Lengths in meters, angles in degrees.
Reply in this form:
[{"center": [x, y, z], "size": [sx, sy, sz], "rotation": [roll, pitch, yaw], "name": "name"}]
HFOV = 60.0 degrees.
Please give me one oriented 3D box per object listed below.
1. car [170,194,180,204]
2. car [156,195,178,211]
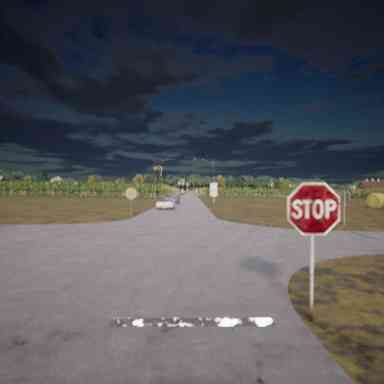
[{"center": [-2.834, 1.087, 51.883], "size": [2.128, 1.511, 4.902], "rotation": [0, 0, 0], "name": "car"}, {"center": [-2.849, 1.287, 36.281], "size": [1.895, 1.301, 4.718], "rotation": [0, 0, 0], "name": "car"}]
